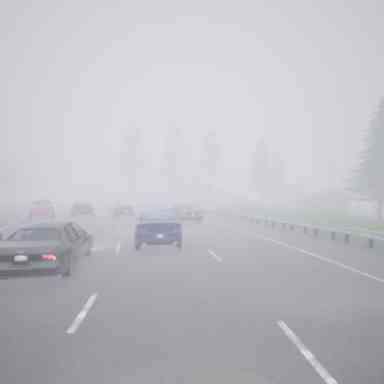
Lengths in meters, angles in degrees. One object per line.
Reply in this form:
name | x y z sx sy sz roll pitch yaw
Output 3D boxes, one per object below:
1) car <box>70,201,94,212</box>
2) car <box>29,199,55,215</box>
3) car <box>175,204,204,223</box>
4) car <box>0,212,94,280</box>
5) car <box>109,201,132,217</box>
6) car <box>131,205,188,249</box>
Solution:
car | -10.926 1.584 32.860 1.882 1.535 5.008 0 0 -24
car | -14.154 1.472 31.499 2.097 1.767 4.553 0 0 -24
car | -0.663 1.591 25.645 2.033 1.411 5.357 0 0 -17
car | -4.301 1.585 10.171 2.033 1.411 5.357 0 0 -8
car | -6.802 1.610 32.067 1.812 1.442 4.674 0 0 -22
car | -1.636 1.509 14.886 1.882 1.535 5.008 0 0 -10
